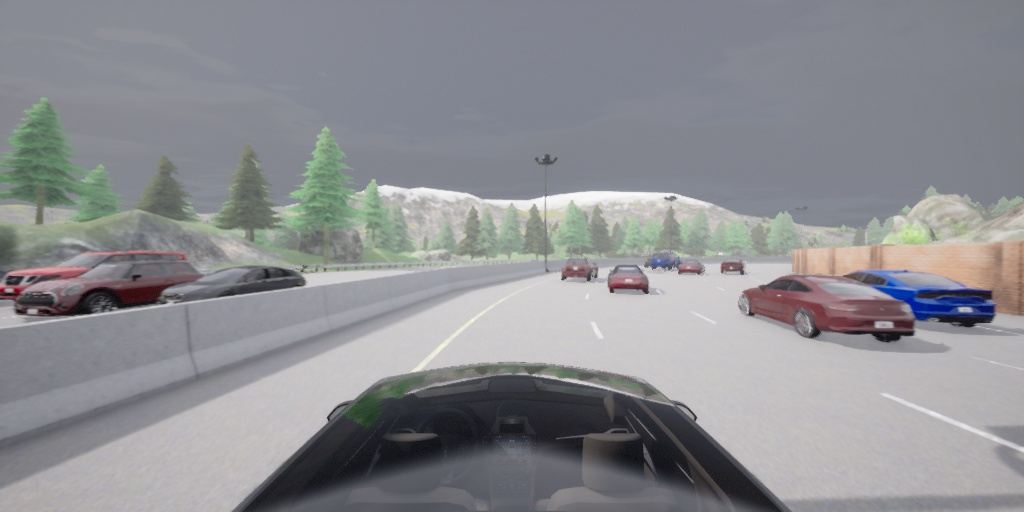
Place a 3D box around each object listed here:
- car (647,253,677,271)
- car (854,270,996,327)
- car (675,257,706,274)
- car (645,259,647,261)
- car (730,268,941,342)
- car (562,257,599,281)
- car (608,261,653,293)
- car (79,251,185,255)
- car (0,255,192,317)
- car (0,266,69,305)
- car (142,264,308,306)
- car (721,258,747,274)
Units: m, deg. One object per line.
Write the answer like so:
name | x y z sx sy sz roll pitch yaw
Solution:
car | 18.511 0.638 42.767 2.150 2.045 5.566 0 0 42
car | 11.785 1.172 11.402 1.882 1.535 5.008 0 0 10
car | 17.759 1.048 35.367 1.994 1.385 4.181 0 1 34
car | 20.038 0.859 49.630 1.837 1.490 4.892 0 0 44
car | 7.978 1.225 9.618 1.812 1.442 4.674 0 0 9
car | 5.211 0.877 26.962 2.097 1.767 4.553 0 1 22
car | 6.301 1.164 19.582 1.994 1.385 4.181 0 1 16
car | -16.452 0.801 14.763 2.150 2.045 5.566 0 0 9
car | -13.240 0.959 12.338 2.097 1.767 4.553 0 1 8
car | -20.160 1.141 13.359 1.994 1.385 4.181 0 0 8
car | -9.645 1.121 12.924 1.837 1.490 4.892 0 0 8
car | 22.417 0.969 36.146 1.882 1.535 5.008 -1 0 37
